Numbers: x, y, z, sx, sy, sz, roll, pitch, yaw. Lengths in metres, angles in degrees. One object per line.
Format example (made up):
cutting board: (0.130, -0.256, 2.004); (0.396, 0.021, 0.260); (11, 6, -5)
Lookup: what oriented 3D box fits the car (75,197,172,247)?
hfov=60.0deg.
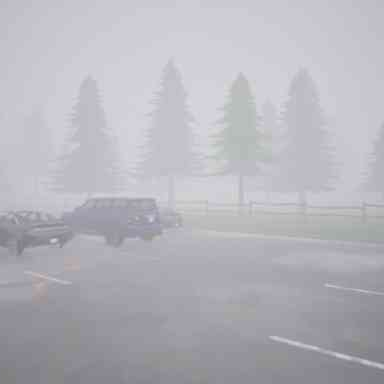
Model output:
car: (-3.845, 1.224, 15.248); (5.566, 2.045, 2.150); (0, 0, 36)

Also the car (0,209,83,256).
car: (-6.801, 1.492, 13.073); (4.902, 1.511, 2.128); (0, 0, 36)

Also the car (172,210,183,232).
car: (-2.733, 1.492, 18.770); (4.902, 1.511, 2.128); (0, 0, 36)
